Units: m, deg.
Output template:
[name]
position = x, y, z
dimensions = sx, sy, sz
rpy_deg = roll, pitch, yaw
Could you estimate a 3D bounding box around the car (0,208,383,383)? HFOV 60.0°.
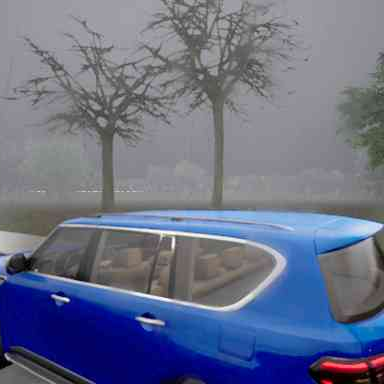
[car]
position = -0.569, 1.221, 3.964
dimensions = 5.566, 2.045, 2.150
rpy_deg = 0, 0, 35
